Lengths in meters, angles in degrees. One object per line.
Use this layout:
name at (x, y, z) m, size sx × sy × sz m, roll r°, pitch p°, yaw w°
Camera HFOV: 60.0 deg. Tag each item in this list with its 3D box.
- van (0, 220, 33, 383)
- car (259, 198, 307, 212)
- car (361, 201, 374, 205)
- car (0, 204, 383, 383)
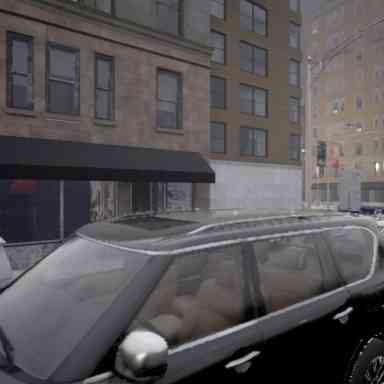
van at (-3.958, 1.341, 3.364) m, size 3.998 × 1.788 × 1.690 m, roll 0°, pitch 0°, yaw -36°
car at (10.514, 1.430, 38.895) m, size 2.033 × 1.411 × 5.357 m, roll 0°, pitch 0°, yaw -36°
car at (16.193, 1.529, 31.028) m, size 1.895 × 1.301 × 4.718 m, roll 0°, pitch 0°, yaw -36°
car at (-0.205, 1.221, 2.931) m, size 5.566 × 2.045 × 2.150 m, roll 0°, pitch 0°, yaw -36°
